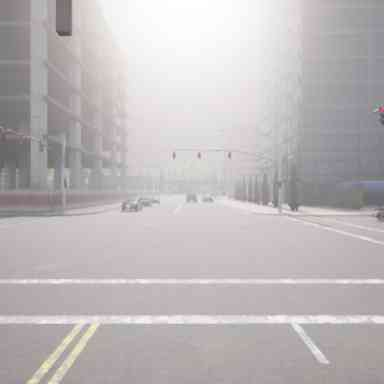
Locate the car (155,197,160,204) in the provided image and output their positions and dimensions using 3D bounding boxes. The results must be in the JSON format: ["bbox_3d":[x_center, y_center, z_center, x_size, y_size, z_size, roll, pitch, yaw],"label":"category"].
[{"bbox_3d":[-7.109,1.532,62.305,1.994,1.385,4.181,0,0,0],"label":"car"}]

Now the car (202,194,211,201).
[{"bbox_3d":[3.432,1.356,80.038,1.837,1.490,4.892,0,0,0],"label":"car"}]

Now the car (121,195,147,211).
[{"bbox_3d":[-7.122,1.472,39.677,2.128,1.511,4.902,0,0,0],"label":"car"}]

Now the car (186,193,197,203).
[{"bbox_3d":[-0.059,1.187,69.412,2.150,2.045,5.566,0,0,0],"label":"car"}]

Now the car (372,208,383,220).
[{"bbox_3d":[16.348,1.479,25.225,4.902,1.511,2.128,0,0,0],"label":"car"}]

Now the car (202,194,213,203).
[{"bbox_3d":[3.440,1.488,69.995,1.812,1.442,4.674,0,0,0],"label":"car"}]

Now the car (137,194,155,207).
[{"bbox_3d":[-7.124,1.479,50.111,1.837,1.490,4.892,0,0,0],"label":"car"}]
